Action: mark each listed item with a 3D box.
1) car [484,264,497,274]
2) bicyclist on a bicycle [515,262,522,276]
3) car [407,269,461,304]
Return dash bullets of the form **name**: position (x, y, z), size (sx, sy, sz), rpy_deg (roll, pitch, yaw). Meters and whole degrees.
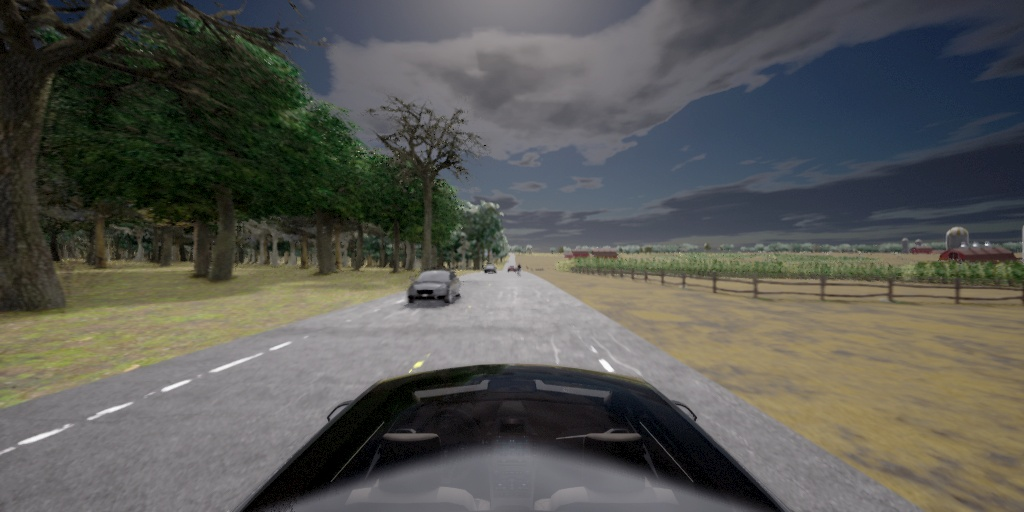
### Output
- **car**: position (-3.534, 2.087, 58.840), size (1.882, 1.535, 5.008), rpy_deg (0, -1, 1)
- **bicyclist on a bicycle**: position (0.957, 1.701, 46.543), size (0.659, 1.776, 1.843), rpy_deg (0, -1, 0)
- **car**: position (-3.598, 1.397, 17.263), size (1.837, 1.490, 4.892), rpy_deg (0, -1, 0)
